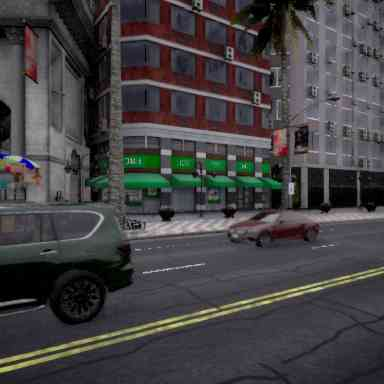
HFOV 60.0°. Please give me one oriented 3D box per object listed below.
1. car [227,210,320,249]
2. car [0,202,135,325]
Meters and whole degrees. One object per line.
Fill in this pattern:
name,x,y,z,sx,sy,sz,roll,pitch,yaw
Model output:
car,3.705,1.525,14.715,4.674,1.442,1.812,0,0,-33
car,-3.742,1.221,5.658,5.566,2.045,2.150,0,0,-33
